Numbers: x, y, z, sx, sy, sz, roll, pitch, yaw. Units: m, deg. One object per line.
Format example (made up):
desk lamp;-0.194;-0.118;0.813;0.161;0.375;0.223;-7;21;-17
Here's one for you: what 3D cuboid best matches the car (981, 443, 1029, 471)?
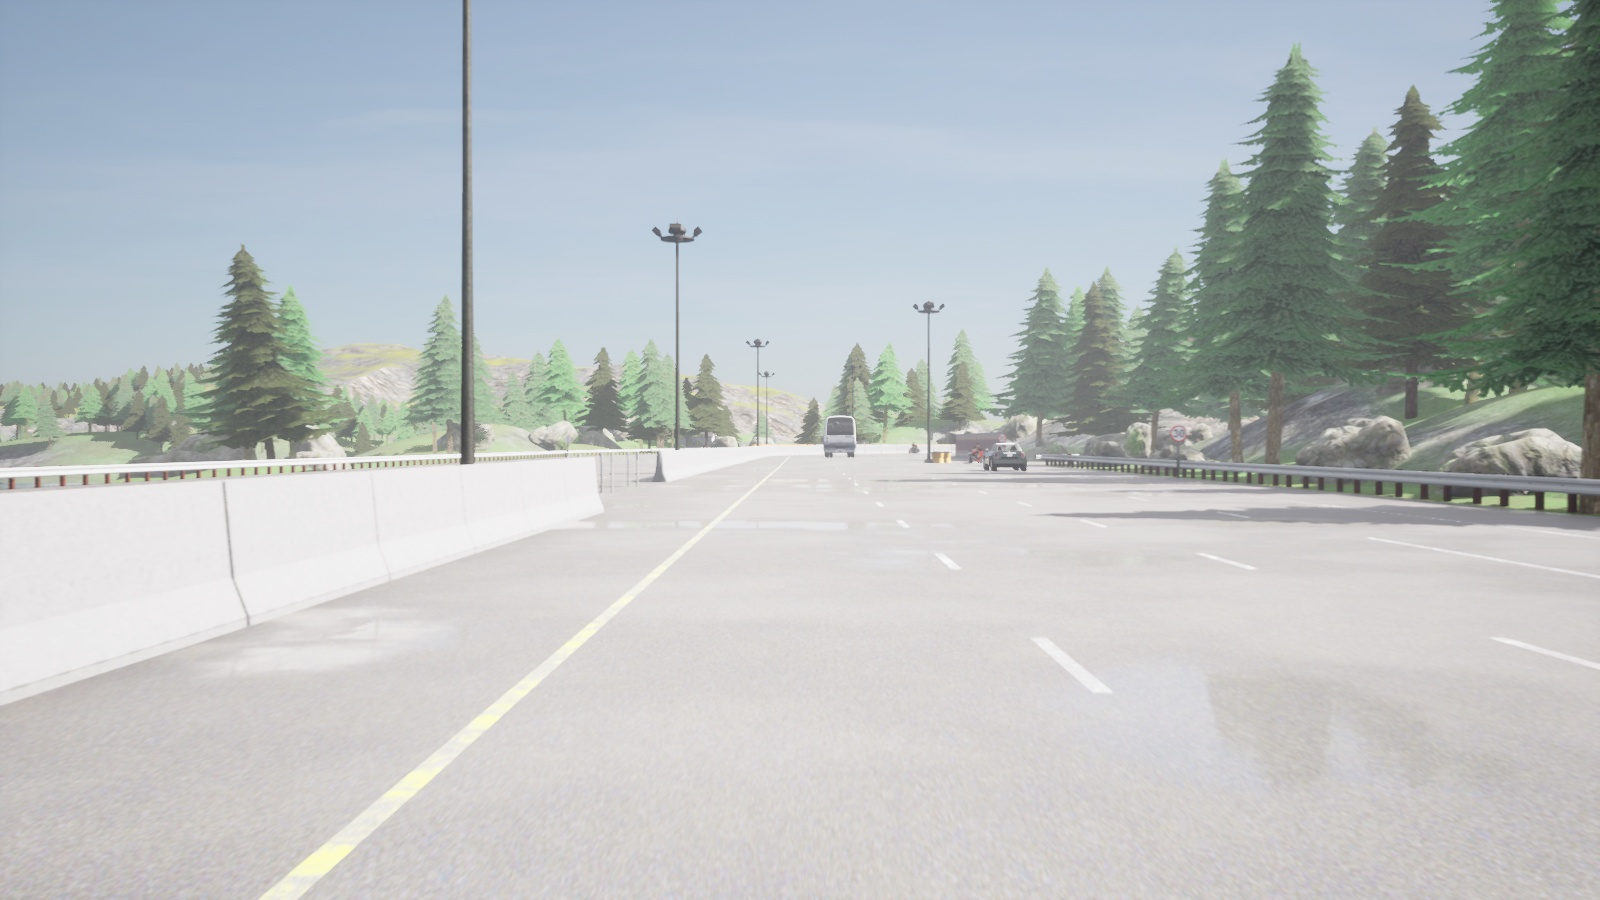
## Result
car;10.902;0.343;67.031;1.970;1.475;3.806;0;0;0
